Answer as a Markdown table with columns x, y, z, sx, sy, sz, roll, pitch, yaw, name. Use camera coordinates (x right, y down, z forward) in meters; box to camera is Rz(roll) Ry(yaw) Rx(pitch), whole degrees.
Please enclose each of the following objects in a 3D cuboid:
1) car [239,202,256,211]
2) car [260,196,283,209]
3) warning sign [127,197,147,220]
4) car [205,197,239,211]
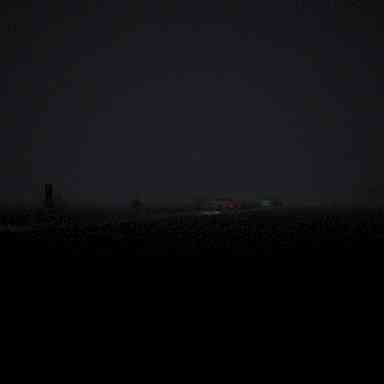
| x | y | z | sx | sy | sz | roll | pitch | yaw | name |
| --- | --- | --- | --- | --- | --- | --- | --- | --- | --- |
| 7.508 | 2.052 | 48.338 | 1.895 | 1.301 | 4.718 | -1 | -1 | 37 | car |
| 13.572 | 1.732 | 56.569 | 2.150 | 2.045 | 5.566 | -1 | -1 | 37 | car |
| -4.628 | 1.382 | 28.012 | 1.300 | 1.860 | 1.060 | 0 | 0 | 37 | warning sign |
| 4.133 | 1.697 | 48.602 | 2.150 | 2.045 | 5.566 | -1 | -1 | 37 | car |
